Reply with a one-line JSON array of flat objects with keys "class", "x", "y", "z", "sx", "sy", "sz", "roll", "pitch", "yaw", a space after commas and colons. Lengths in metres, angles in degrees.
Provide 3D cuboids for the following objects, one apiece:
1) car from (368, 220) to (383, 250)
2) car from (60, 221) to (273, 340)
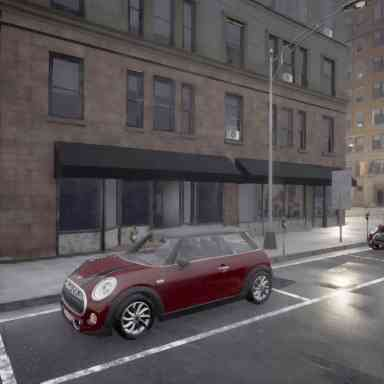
[{"class": "car", "x": 8.598, "y": 1.445, "z": 12.845, "sx": 4.097, "sy": 1.590, "sz": 1.967, "roll": 0, "pitch": 0, "yaw": -35}, {"class": "car", "x": -0.362, "y": 1.441, "z": 6.488, "sx": 4.097, "sy": 1.590, "sz": 1.967, "roll": 0, "pitch": 0, "yaw": -35}]
